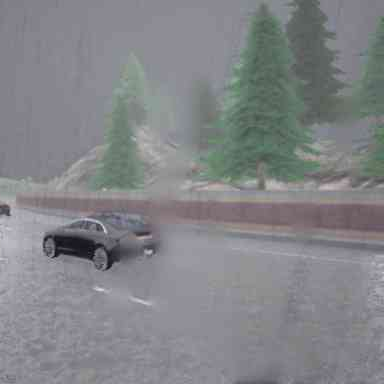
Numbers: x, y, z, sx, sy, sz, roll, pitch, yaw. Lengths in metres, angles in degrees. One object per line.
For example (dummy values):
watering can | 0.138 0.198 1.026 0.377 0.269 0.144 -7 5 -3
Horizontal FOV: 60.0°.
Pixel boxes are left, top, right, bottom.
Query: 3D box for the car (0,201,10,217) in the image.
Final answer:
car | -18.803 1.538 31.754 1.882 1.535 5.008 0 0 -40

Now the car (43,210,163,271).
car | -3.108 1.519 11.037 4.902 1.511 2.128 0 0 39
